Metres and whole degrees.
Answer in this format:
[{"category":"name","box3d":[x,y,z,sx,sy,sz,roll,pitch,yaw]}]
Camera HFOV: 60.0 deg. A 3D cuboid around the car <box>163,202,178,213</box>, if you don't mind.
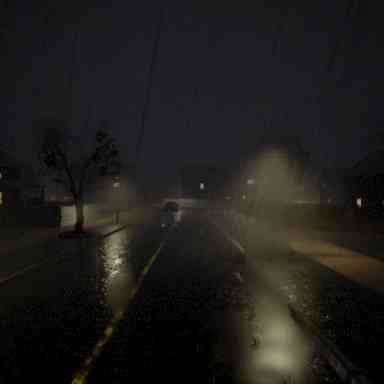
[{"category":"car","box3d":[-2.768,2.001,43.660,1.812,1.442,4.674,0,-1,0]}]
